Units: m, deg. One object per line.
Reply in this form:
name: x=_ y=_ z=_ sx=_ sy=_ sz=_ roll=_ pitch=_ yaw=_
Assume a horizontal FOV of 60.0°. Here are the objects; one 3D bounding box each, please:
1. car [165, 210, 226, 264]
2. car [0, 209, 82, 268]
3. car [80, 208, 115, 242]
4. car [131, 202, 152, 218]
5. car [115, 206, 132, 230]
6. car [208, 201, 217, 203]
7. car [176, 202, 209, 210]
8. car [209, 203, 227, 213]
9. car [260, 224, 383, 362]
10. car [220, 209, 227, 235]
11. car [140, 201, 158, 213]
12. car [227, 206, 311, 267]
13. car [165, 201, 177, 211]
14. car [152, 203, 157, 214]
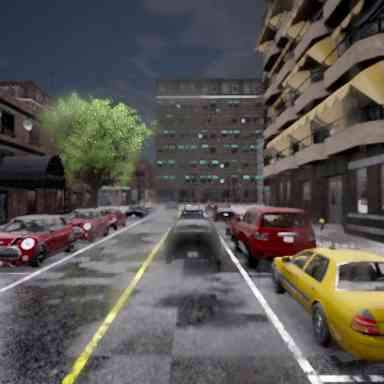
car: x=0.045 y=1.641 z=12.367 sx=1.837 sy=1.490 sz=4.892 roll=0 pitch=0 yaw=1
car: x=-5.640 y=1.567 z=11.660 sx=1.967 sy=1.590 sz=4.097 roll=1 pitch=-1 yaw=0
car: x=-5.640 y=1.629 z=17.347 sx=1.967 sy=1.590 sz=4.097 roll=1 pitch=-1 yaw=0
car: x=-5.640 y=1.943 z=34.404 sx=1.947 sy=1.339 sz=4.313 roll=1 pitch=-1 yaw=0
car: x=-5.642 y=1.833 z=23.031 sx=1.802 sy=1.307 sz=4.206 roll=1 pitch=-1 yaw=0
car: x=2.757 y=1.945 z=45.833 sx=1.967 sy=1.590 sz=4.097 roll=1 pitch=-1 yaw=0
car: x=0.046 y=1.791 z=27.338 sx=2.128 sy=1.511 sz=4.902 roll=0 pitch=-1 yaw=0
car: x=2.706 y=1.881 z=28.775 sx=1.947 sy=1.339 sz=4.313 roll=1 pitch=-1 yaw=0
car: x=2.704 y=1.594 z=6.200 sx=1.752 sy=1.417 sz=4.829 roll=1 pitch=-1 yaw=0
car: x=2.705 y=1.772 z=17.403 sx=1.802 sy=1.307 sz=4.206 roll=1 pitch=-1 yaw=0
car: x=-5.808 y=2.028 z=45.608 sx=1.752 sy=1.417 sz=4.829 roll=1 pitch=-1 yaw=0
car: x=2.708 y=1.443 z=11.720 sx=2.192 sy=1.841 sz=5.009 roll=1 pitch=-1 yaw=0
car: x=-3.014 y=2.114 z=51.325 sx=2.033 sy=1.411 sz=5.357 roll=0 pitch=-1 yaw=0
car: x=-5.639 y=1.991 z=40.092 sx=2.008 sy=1.369 sz=4.403 roll=1 pitch=-1 yaw=0
